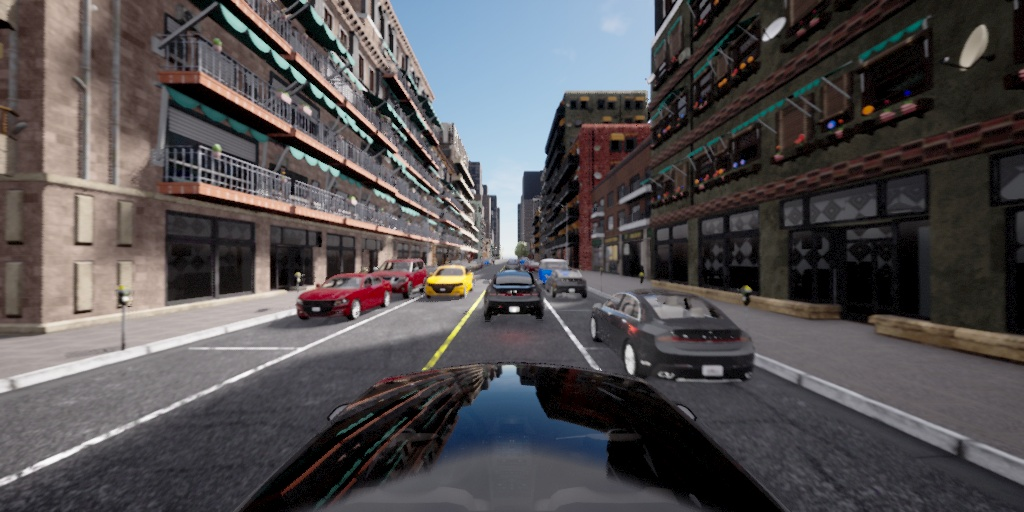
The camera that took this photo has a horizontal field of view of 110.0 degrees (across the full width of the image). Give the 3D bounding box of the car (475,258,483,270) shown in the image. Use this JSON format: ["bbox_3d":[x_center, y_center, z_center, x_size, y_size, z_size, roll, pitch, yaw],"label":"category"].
[{"bbox_3d":[-5.689,1.346,52.139,1.751,1.417,4.829,0,0,0],"label":"car"}]

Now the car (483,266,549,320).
[{"bbox_3d":[0.042,1.262,12.580,1.837,1.490,4.892,0,0,0],"label":"car"}]

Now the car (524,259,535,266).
[{"bbox_3d":[2.691,1.342,40.978,1.888,1.381,4.507,0,0,0],"label":"car"}]

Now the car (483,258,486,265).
[{"bbox_3d":[-5.689,1.273,57.974,1.967,1.591,4.097,0,0,0],"label":"car"}]

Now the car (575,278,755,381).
[{"bbox_3d":[2.690,1.303,6.992,2.007,1.370,4.403,0,0,0],"label":"car"}]

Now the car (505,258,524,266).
[{"bbox_3d":[0.102,1.295,43.995,2.128,1.511,4.902,0,0,0],"label":"car"}]

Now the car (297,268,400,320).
[{"bbox_3d":[-5.690,1.302,12.658,1.888,1.381,4.507,0,0,0],"label":"car"}]

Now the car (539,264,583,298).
[{"bbox_3d":[2.691,1.313,18.322,2.007,1.370,4.403,0,0,0],"label":"car"}]

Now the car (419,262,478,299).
[{"bbox_3d":[-3.095,1.241,18.556,1.882,1.535,5.008,0,0,0],"label":"car"}]

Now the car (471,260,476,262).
[{"bbox_3d":[-5.689,1.348,40.980,2.007,1.370,4.403,0,0,0],"label":"car"}]

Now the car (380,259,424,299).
[{"bbox_3d":[-5.689,1.077,18.323,2.192,1.841,5.009,0,0,0],"label":"car"}]

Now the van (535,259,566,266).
[{"bbox_3d":[2.691,1.111,23.984,1.690,1.789,3.998,0,0,0],"label":"van"}]
